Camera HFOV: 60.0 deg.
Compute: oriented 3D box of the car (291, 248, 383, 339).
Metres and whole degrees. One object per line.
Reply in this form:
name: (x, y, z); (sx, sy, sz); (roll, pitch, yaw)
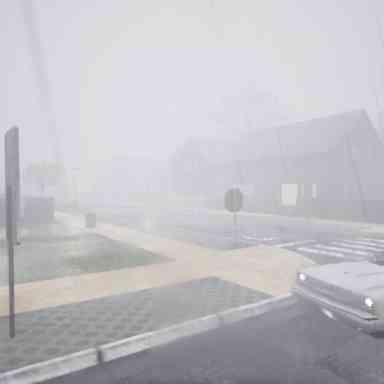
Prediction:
car: (4.218, 1.596, 5.949); (4.718, 1.301, 1.895); (0, 0, -19)
